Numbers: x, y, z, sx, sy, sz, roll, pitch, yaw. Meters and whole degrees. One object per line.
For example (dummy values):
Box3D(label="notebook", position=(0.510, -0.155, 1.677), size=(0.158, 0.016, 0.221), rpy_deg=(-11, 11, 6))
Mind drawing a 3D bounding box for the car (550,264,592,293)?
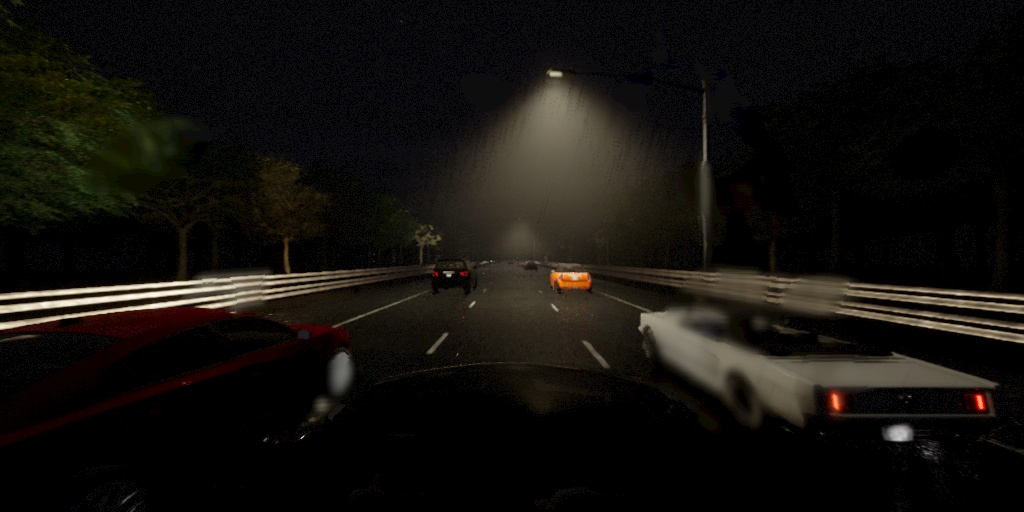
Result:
Box3D(label="car", position=(3.599, 1.302, 22.638), size=(2.097, 1.767, 4.553), rpy_deg=(0, -1, 0))

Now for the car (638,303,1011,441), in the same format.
Box3D(label="car", position=(3.599, 1.388, 5.557), size=(1.895, 1.301, 4.718), rpy_deg=(0, -1, 0))

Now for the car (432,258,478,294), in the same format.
Box3D(label="car", position=(-3.400, 1.165, 21.985), size=(2.150, 2.045, 5.566), rpy_deg=(0, -1, 0))

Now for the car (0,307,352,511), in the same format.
Box3D(label="car", position=(-3.400, 1.245, 3.581), size=(1.882, 1.535, 5.008), rpy_deg=(0, -1, 0))

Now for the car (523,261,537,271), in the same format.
Box3D(label="car", position=(3.470, 1.834, 64.288), size=(1.882, 1.535, 5.008), rpy_deg=(0, -1, 0))
